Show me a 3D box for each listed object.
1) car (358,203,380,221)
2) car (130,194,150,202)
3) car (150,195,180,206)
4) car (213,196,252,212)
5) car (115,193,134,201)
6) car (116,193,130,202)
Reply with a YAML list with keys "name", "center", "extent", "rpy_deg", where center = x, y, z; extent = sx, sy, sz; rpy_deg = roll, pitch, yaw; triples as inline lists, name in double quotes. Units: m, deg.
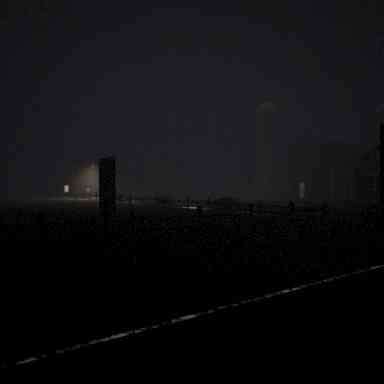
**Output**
- name: "car"
  center: [14.374, 1.464, 24.036]
  extent: [4.181, 1.385, 1.994]
  rpy_deg: [0, 1, 41]
- name: "car"
  center: [-8.653, 1.084, 59.333]
  extent: [1.895, 1.301, 4.718]
  rpy_deg: [-1, 1, -36]
- name: "car"
  center: [-3.508, 1.122, 47.280]
  extent: [2.128, 1.511, 4.902]
  rpy_deg: [-1, 1, -36]
- name: "car"
  center: [4.380, 1.236, 36.292]
  extent: [1.882, 1.535, 5.008]
  rpy_deg: [-1, 1, -36]
- name: "car"
  center: [-13.511, 0.906, 66.064]
  extent: [1.837, 1.490, 4.892]
  rpy_deg: [-1, 1, -36]
- name: "car"
  center: [-12.753, 0.998, 60.296]
  extent: [1.837, 1.490, 4.892]
  rpy_deg: [-1, 1, -36]
